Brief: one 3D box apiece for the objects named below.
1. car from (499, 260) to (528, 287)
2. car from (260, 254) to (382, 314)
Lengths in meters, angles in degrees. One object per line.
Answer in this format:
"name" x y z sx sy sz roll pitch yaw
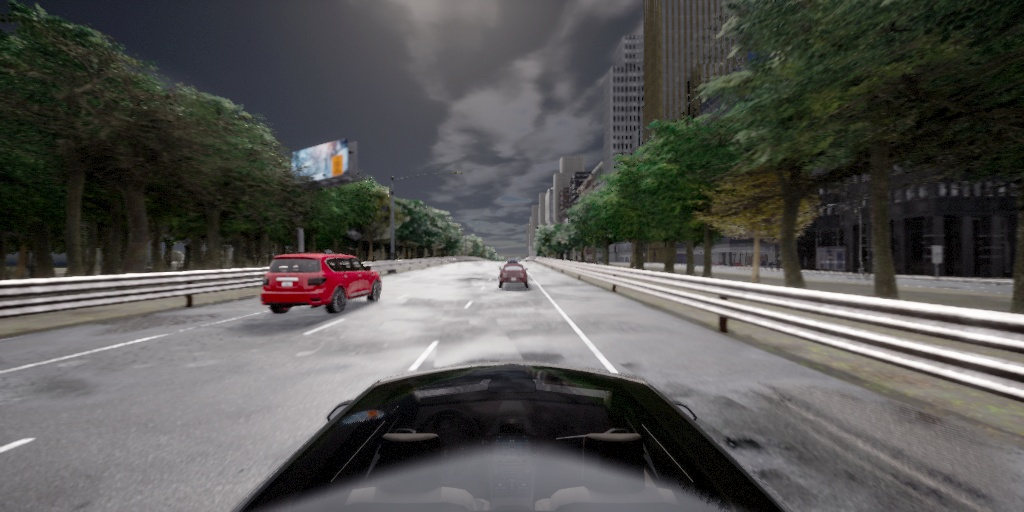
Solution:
"car" 0.100 1.209 23.682 1.812 1.442 4.674 0 0 0
"car" -6.900 0.948 13.683 2.150 2.045 5.566 0 0 0
